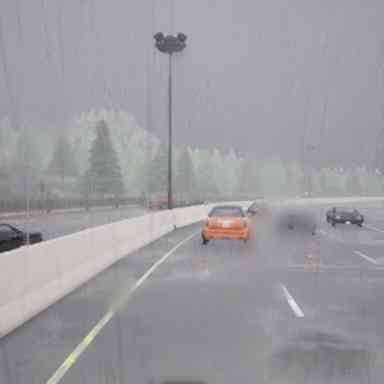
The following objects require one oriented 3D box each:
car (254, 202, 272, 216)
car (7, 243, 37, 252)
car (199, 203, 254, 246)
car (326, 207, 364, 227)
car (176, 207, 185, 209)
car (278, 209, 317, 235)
[{"bbox_3d":[7.049,1.669,34.283,1.994,1.385,4.181,0,0,22],"label":"car"},{"bbox_3d":[-6.440,1.594,9.557,1.895,1.301,4.718,0,0,6],"label":"car"},{"bbox_3d":[1.774,1.395,15.927,2.097,1.767,4.553,0,0,10],"label":"car"},{"bbox_3d":[10.665,1.699,23.541,1.895,1.301,4.718,0,0,16],"label":"car"},{"bbox_3d":[-0.251,1.317,44.374,2.150,2.045,5.566,0,0,26],"label":"car"},{"bbox_3d":[6.008,1.670,19.492,1.895,1.301,4.718,0,0,13],"label":"car"}]
